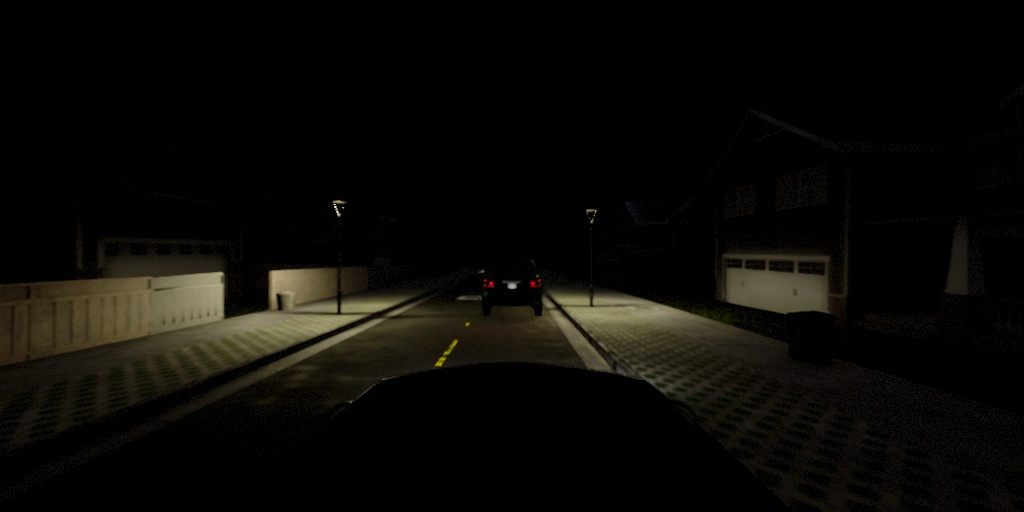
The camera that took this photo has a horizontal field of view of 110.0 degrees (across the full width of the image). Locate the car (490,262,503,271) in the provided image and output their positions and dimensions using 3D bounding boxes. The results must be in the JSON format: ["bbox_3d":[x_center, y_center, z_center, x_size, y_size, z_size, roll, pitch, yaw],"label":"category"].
[{"bbox_3d":[-2.672,1.802,61.359,1.994,1.385,4.181,0,-1,1],"label":"car"}]

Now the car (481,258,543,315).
[{"bbox_3d":[0.025,1.086,14.391,2.150,2.045,5.566,0,0,0],"label":"car"}]
